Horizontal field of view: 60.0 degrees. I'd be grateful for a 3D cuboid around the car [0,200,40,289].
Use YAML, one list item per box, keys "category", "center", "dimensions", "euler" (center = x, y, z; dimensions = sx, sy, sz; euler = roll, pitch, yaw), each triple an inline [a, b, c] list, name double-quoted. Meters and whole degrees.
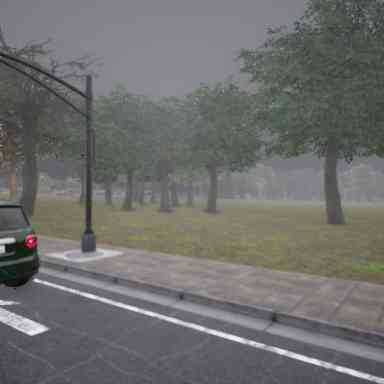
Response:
- category: "car"
  center: [-5.876, 1.184, 7.871]
  dimensions: [5.566, 2.045, 2.150]
  euler: [0, 0, 35]
